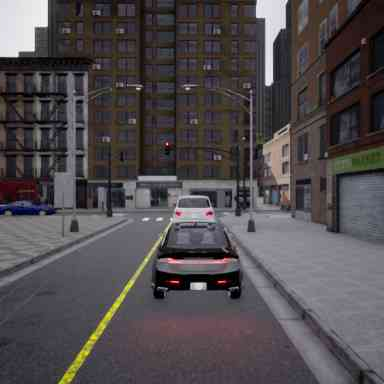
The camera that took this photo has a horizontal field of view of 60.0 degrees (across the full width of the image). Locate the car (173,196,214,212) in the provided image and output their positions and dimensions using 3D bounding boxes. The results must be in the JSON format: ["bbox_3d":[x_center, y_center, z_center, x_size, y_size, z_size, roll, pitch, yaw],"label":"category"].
[{"bbox_3d":[0.092,1.214,18.894,2.150,2.045,5.566,0,0,0],"label":"car"}]

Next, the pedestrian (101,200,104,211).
[{"bbox_3d":[-10.174,1.496,37.960,0.375,1.300,0.375,0,0,-1],"label":"pedestrian"}]

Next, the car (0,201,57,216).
[{"bbox_3d":[-15.484,1.576,31.649,5.008,1.535,1.882,0,0,-2],"label":"car"}]

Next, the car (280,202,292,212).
[{"bbox_3d":[11.799,1.374,35.215,4.892,1.490,1.837,-1,0,-1],"label":"car"}]

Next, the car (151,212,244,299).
[{"bbox_3d":[0.097,1.490,8.440,2.128,1.511,4.902,0,0,0],"label":"car"}]
